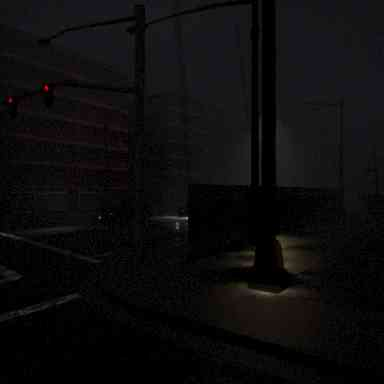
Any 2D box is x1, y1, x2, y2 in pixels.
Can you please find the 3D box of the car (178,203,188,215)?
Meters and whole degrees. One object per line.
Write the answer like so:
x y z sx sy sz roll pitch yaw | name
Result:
0.537 1.505 32.511 1.837 1.490 4.892 0 0 35 | car

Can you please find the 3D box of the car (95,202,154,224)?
-4.902 1.491 24.767 2.128 1.511 4.902 0 0 35 | car
